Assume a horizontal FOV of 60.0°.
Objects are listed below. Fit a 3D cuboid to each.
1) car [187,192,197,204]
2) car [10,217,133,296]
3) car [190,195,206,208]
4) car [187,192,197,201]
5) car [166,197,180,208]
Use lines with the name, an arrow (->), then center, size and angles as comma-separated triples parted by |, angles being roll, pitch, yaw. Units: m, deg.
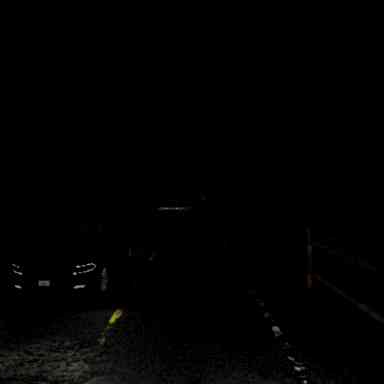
car -> 0.006, 1.392, 66.364 | 2.097, 1.767, 4.553 | 0, 0, 0
car -> -2.850, 1.484, 8.906 | 1.882, 1.535, 5.008 | 0, 0, 0
car -> 0.966, 1.551, 48.195 | 1.812, 1.442, 4.674 | 0, 0, 0
car -> 0.006, 1.092, 80.352 | 2.150, 2.045, 5.566 | 0, 0, 0
car -> -2.829, 1.503, 49.332 | 1.882, 1.535, 5.008 | 0, 0, 0
